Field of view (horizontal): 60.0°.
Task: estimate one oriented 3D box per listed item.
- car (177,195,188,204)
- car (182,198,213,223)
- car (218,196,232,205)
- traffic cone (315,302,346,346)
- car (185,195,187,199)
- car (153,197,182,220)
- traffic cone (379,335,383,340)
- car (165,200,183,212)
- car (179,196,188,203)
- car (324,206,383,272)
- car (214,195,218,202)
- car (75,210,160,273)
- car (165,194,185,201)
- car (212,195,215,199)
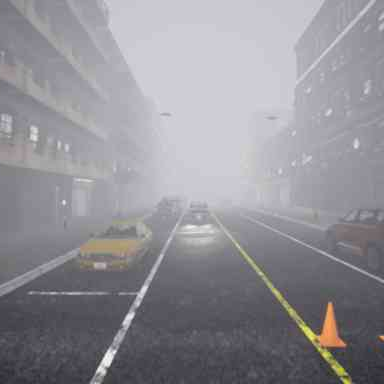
[{"bbox_3d":[-1.888,1.479,67.238,1.967,1.590,4.097,1,0,0],"label":"car"},{"bbox_3d":[0.521,1.518,25.947,2.128,1.511,4.902,0,0,0],"label":"car"},{"bbox_3d":[6.454,1.614,61.712,1.752,1.417,4.829,1,0,0],"label":"car"},{"bbox_3d":[2.103,1.974,5.066,0.340,0.580,0.340,0,0,0],"label":"traffic cone"},{"bbox_3d":[-1.924,1.350,61.603,2.192,1.841,5.009,1,0,0],"label":"car"},{"bbox_3d":[-2.155,1.451,27.785,1.967,1.590,4.097,1,0,0],"label":"car"},{"bbox_3d":[3.103,1.980,5.060,0.340,0.580,0.340,0,0,0],"label":"traffic cone"},{"bbox_3d":[-2.080,1.601,39.058,1.802,1.307,4.206,1,0,0],"label":"car"},{"bbox_3d":[-1.851,1.587,72.875,1.887,1.381,4.507,1,0,0],"label":"car"},{"bbox_3d":[6.114,1.364,10.816,2.192,1.841,5.009,1,0,0],"label":"car"},{"bbox_3d":[6.529,1.640,72.814,1.887,1.381,4.507,1,0,0],"label":"car"},{"bbox_3d":[-2.270,1.521,10.705,1.752,1.417,4.829,1,0,0],"label":"car"},{"bbox_3d":[-2.115,1.330,33.422,2.192,1.841,5.009,1,0,0],"label":"car"},{"bbox_3d":[6.682,1.660,95.358,2.008,1.369,4.403,1,0,0],"label":"car"}]
